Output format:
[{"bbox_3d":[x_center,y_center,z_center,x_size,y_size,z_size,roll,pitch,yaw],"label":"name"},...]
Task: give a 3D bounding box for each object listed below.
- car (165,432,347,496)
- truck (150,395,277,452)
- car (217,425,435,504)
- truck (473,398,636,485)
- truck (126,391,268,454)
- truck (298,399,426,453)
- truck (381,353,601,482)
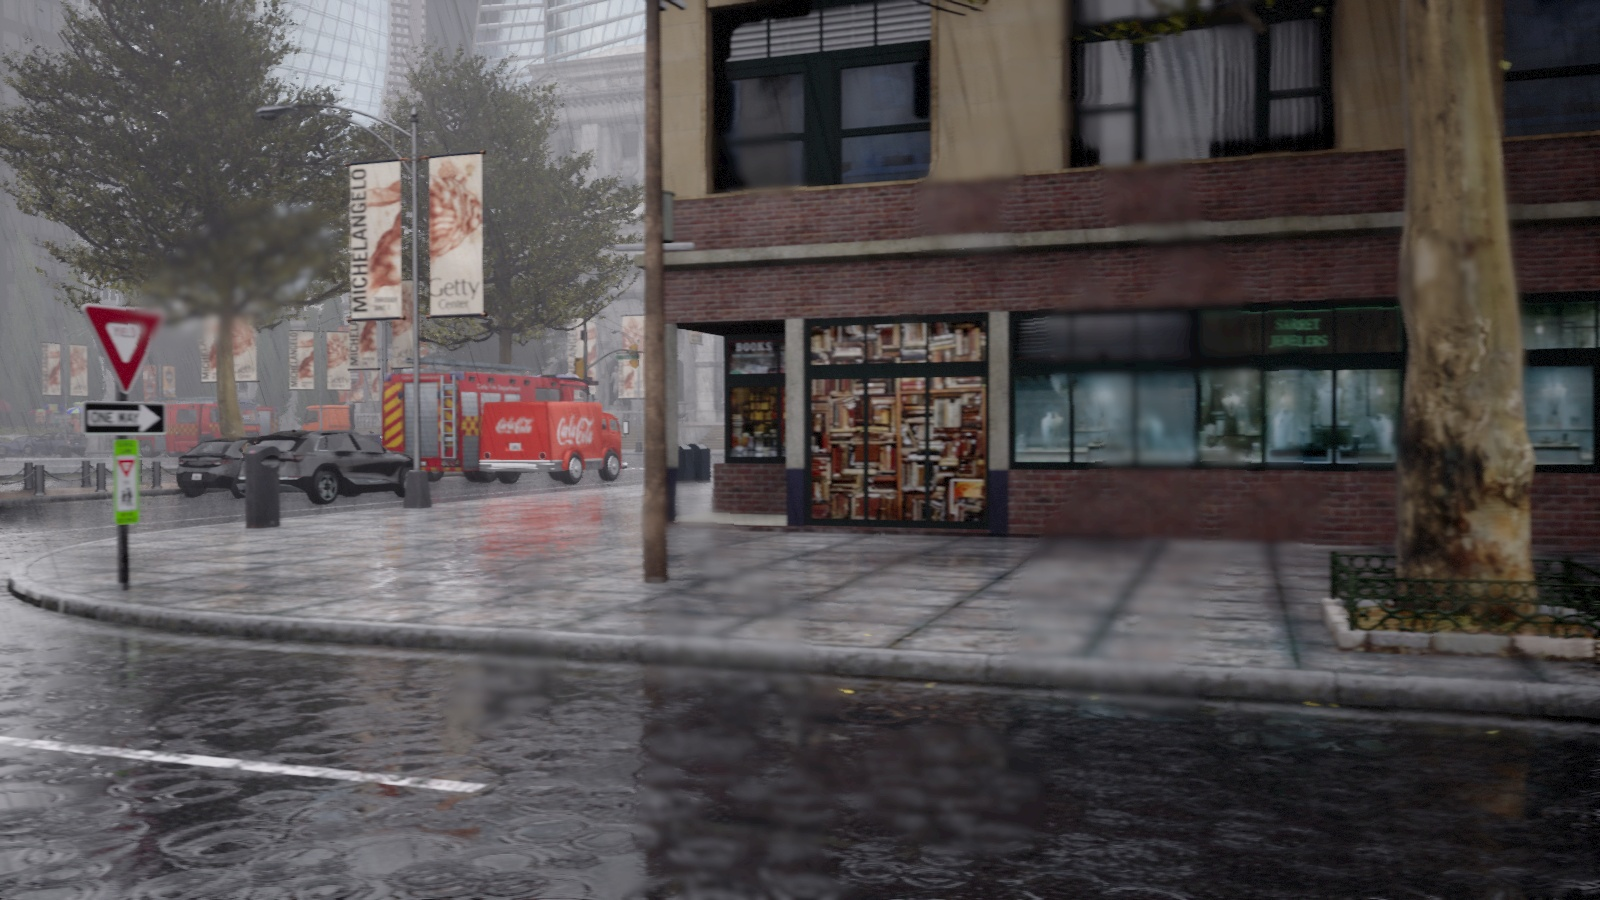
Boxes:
[{"bbox_3d":[-13.530,0.294,31.503,1.816,1.474,4.193,1,1,20],"label":"car"},{"bbox_3d":[-40.853,-1.865,87.465,8.468,3.827,2.891,1,1,20],"label":"truck"},{"bbox_3d":[-10.737,0.262,28.906,2.033,1.649,4.856,1,1,20],"label":"car"},{"bbox_3d":[-7.396,-0.296,38.468,2.627,2.467,5.204,1,1,20],"label":"truck"},{"bbox_3d":[-37.959,-1.721,79.012,8.468,3.827,2.891,1,1,20],"label":"truck"},{"bbox_3d":[-29.036,-1.576,83.270,7.936,3.462,2.891,1,1,20],"label":"truck"},{"bbox_3d":[-9.956,-1.034,41.698,2.891,3.827,8.468,1,1,20],"label":"truck"}]
